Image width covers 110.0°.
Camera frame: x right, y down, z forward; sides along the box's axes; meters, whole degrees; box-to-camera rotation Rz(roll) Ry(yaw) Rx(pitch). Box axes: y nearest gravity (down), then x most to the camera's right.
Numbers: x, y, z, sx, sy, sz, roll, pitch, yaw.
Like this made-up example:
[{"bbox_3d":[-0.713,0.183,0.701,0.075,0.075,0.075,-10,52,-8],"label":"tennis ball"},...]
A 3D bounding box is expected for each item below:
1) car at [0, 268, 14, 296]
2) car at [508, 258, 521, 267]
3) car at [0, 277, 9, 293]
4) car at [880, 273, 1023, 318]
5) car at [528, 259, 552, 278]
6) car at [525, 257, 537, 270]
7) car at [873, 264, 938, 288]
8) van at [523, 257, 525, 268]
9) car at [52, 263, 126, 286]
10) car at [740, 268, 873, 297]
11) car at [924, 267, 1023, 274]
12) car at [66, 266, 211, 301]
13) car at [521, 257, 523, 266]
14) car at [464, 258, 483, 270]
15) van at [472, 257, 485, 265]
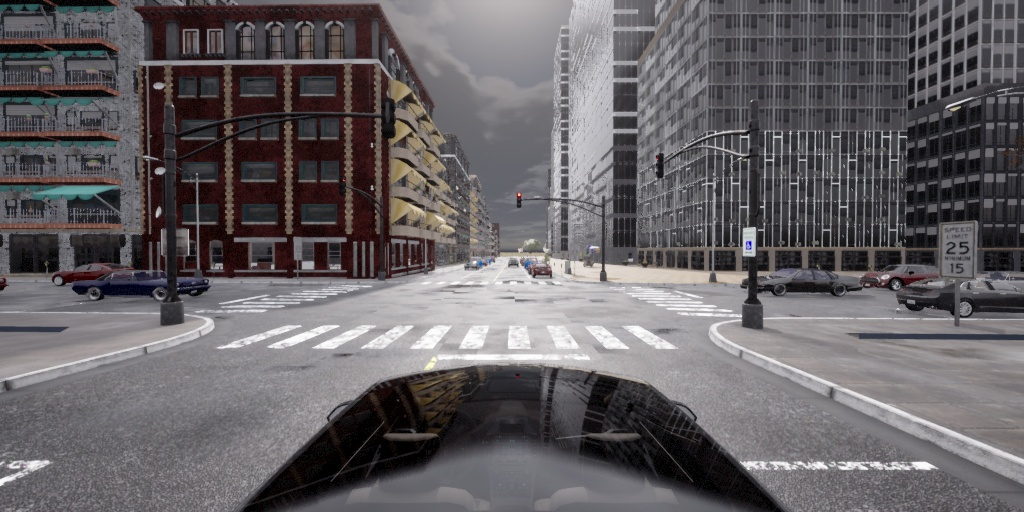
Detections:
[{"bbox_3d":[-26.518,1.255,16.463,4.718,1.301,1.895,0,1,1],"label":"car"},{"bbox_3d":[0.257,1.281,64.036,1.895,1.301,4.718,0,0,0],"label":"car"},{"bbox_3d":[-22.594,1.259,13.691,4.507,1.381,1.888,0,0,1],"label":"car"},{"bbox_3d":[16.743,1.445,13.051,4.403,1.370,2.007,0,0,1],"label":"car"},{"bbox_3d":[2.737,1.271,33.394,1.888,1.381,4.507,0,0,0],"label":"car"},{"bbox_3d":[2.751,1.159,39.039,1.967,1.591,4.097,0,0,0],"label":"car"},{"bbox_3d":[23.424,1.230,21.582,4.097,1.591,1.967,0,0,1],"label":"car"},{"bbox_3d":[2.779,1.044,50.331,1.690,1.789,3.998,0,0,0],"label":"van"},{"bbox_3d":[-25.805,1.109,22.355,4.507,1.381,1.888,0,0,1],"label":"car"},{"bbox_3d":[15.231,1.342,18.987,5.357,1.411,2.033,0,1,1],"label":"car"},{"bbox_3d":[25.258,1.443,18.818,4.718,1.301,1.895,0,1,1],"label":"car"},{"bbox_3d":[-16.638,1.299,16.300,4.718,1.301,1.895,0,1,1],"label":"car"},{"bbox_3d":[2.793,1.240,55.977,1.888,1.381,4.507,0,0,0],"label":"car"},{"bbox_3d":[-5.569,1.269,50.319,1.948,1.339,4.313,0,0,0],"label":"car"},{"bbox_3d":[-5.555,1.036,55.965,1.690,1.789,3.998,0,0,0],"label":"van"}]
